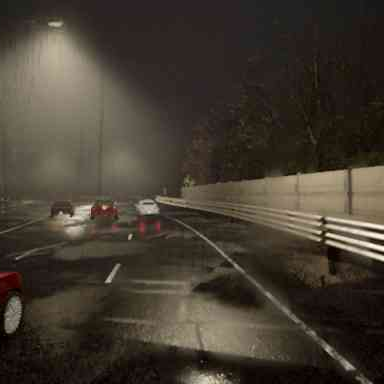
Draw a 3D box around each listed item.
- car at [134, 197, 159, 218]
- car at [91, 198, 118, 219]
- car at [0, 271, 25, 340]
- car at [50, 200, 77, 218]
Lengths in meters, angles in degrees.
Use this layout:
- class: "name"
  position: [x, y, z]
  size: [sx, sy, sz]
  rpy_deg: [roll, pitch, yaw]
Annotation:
- class: "car"
  position: [-3.990, 1.433, 29.022]
  size: [1.812, 1.442, 4.674]
  rpy_deg: [0, 0, -15]
- class: "car"
  position: [-7.415, 1.284, 28.166]
  size: [2.097, 1.767, 4.553]
  rpy_deg: [0, 0, -15]
- class: "car"
  position: [-3.615, 1.486, 3.471]
  size: [1.882, 1.535, 5.008]
  rpy_deg: [0, 0, -2]
- class: "car"
  position: [-11.469, 1.456, 29.760]
  size: [1.837, 1.490, 4.892]
  rpy_deg: [0, 0, -16]
